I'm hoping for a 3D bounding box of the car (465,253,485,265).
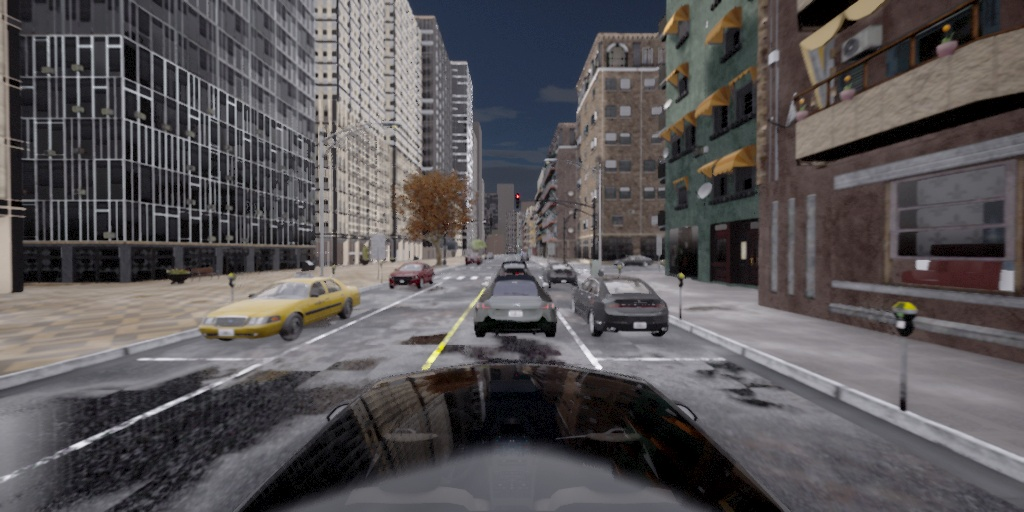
[{"bbox_3d":[-5.689,0.406,53.171,2.192,1.841,5.009,0,0,0],"label":"car"}]

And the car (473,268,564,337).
[{"bbox_3d":[0.088,1.205,9.858,1.994,1.385,4.181,0,1,0],"label":"car"}]

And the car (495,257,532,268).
[{"bbox_3d":[0.105,1.014,19.906,1.837,1.490,4.892,0,1,-1],"label":"car"}]

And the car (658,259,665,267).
[{"bbox_3d":[18.834,0.487,40.250,4.829,1.417,1.751,0,0,-1],"label":"car"}]

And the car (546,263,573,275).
[{"bbox_3d":[2.690,1.048,20.785,2.007,1.370,4.403,0,0,0],"label":"car"}]

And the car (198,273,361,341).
[{"bbox_3d":[-5.691,1.168,9.551,1.751,1.417,4.829,0,0,0],"label":"car"}]

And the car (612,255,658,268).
[{"bbox_3d":[13.437,0.590,40.196,4.403,1.370,2.007,0,0,-1],"label":"car"}]

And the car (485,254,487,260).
[{"bbox_3d":[-5.689,0.589,58.693,1.948,1.339,4.313,0,0,0],"label":"car"}]

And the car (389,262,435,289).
[{"bbox_3d":[-5.690,1.043,20.786,1.888,1.381,4.507,0,0,0],"label":"car"}]

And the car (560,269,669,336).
[{"bbox_3d":[2.690,1.193,9.720,2.007,1.370,4.403,0,0,0],"label":"car"}]
